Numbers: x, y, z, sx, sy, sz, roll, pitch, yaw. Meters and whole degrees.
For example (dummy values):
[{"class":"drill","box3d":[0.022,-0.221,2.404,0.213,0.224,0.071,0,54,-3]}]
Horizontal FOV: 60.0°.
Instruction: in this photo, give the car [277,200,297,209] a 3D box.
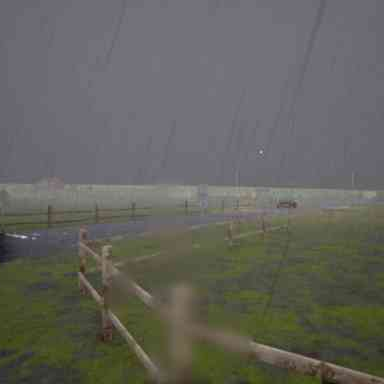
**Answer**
[{"class":"car","box3d":[14.314,1.830,49.943,1.994,1.385,4.181,2,1,35]}]
